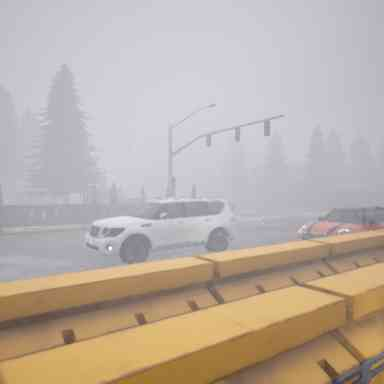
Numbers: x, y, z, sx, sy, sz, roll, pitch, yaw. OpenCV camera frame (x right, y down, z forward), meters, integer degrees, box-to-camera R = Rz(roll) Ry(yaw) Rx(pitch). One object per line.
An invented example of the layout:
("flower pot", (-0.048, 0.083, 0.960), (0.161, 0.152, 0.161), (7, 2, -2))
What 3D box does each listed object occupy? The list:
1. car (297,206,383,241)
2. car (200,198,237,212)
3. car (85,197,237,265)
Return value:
("car", (6.029, 1.351, 12.604), (4.553, 1.767, 2.097), (0, 0, -36))
("car", (3.052, 1.526, 39.655), (1.812, 1.442, 4.674), (0, 0, -35))
("car", (-0.879, 1.223, 11.970), (5.566, 2.045, 2.150), (0, 0, -36))
